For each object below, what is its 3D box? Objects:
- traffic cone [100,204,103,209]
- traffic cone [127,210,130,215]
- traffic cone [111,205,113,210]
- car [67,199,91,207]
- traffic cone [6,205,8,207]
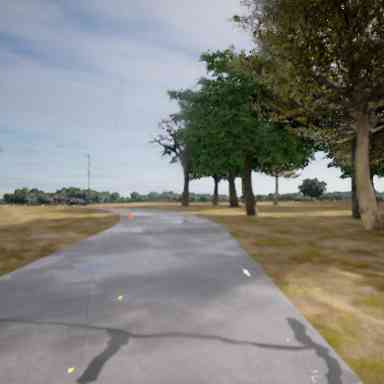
[{"bbox_3d":[-12.108,1.925,44.380,0.340,0.580,0.340,2,-1,-34],"label":"traffic cone"},{"bbox_3d":[-4.953,1.918,27.039,0.340,0.580,0.340,0,0,-10],"label":"traffic cone"},{"bbox_3d":[-9.648,1.909,40.351,0.340,0.580,0.340,2,-1,-28],"label":"traffic cone"},{"bbox_3d":[-18.611,1.783,54.855,4.718,1.301,1.895,-1,-3,40],"label":"car"},{"bbox_3d":[-34.177,2.419,61.390,0.340,0.580,0.340,-2,-3,20],"label":"traffic cone"}]
